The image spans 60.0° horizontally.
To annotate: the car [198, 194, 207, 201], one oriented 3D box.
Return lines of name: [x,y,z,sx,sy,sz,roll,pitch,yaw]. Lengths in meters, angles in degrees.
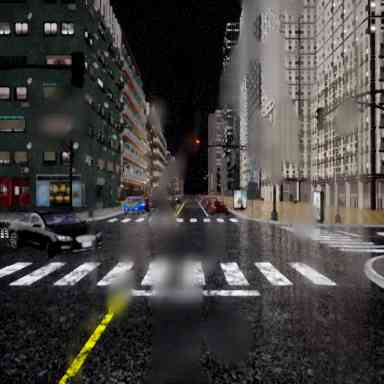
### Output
car: [2.652,1.378,88.428,2.192,1.841,5.009,0,0,0]

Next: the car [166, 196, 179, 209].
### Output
car: [-3.109,1.619,44.831,1.895,1.301,4.718,0,0,0]

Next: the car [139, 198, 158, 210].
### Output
car: [-5.706,1.563,44.204,1.887,1.381,4.507,0,0,0]

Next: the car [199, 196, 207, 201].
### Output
car: [2.654,1.638,82.900,1.802,1.307,4.206,0,0,0]

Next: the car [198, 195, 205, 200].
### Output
car: [2.648,1.621,93.955,2.008,1.369,4.403,0,0,0]

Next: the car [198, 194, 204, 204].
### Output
car: [2.666,1.471,60.790,1.967,1.590,4.097,0,0,0]

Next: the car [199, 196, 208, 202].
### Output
car: [2.657,1.594,77.373,1.887,1.381,4.507,0,0,0]

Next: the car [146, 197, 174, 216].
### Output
car: [-3.108,1.516,33.102,1.837,1.490,4.892,0,0,0]

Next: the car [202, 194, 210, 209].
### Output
car: [2.675,1.458,44.208,1.967,1.590,4.097,0,0,0]

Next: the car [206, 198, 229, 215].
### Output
car: [2.680,1.593,33.152,1.802,1.307,4.206,0,0,0]

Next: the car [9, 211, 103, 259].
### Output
car: [-5.317,1.497,12.760,4.902,1.511,2.128,0,-1,42]

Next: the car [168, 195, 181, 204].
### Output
car: [-3.066,1.597,63.150,1.994,1.385,4.181,0,0,2]

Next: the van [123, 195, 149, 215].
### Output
van: [-5.699,1.352,33.148,1.690,1.788,3.998,0,0,0]
